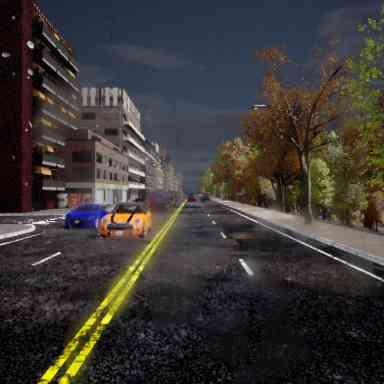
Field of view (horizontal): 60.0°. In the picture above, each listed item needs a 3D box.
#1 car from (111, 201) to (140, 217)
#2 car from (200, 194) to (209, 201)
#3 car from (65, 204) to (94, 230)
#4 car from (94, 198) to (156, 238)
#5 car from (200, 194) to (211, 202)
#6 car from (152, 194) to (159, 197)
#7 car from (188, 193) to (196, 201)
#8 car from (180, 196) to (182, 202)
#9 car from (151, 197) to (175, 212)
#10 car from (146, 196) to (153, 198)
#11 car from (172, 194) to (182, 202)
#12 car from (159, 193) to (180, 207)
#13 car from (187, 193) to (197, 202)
[{"bbox_3d":[-6.618,1.664,33.576,1.895,1.301,4.718,-1,0,0],"label":"car"},{"bbox_3d":[3.220,1.294,84.515,2.097,1.767,4.553,0,0,0],"label":"car"},{"bbox_3d":[-6.617,1.515,21.663,1.882,1.535,5.008,0,-1,0],"label":"car"},{"bbox_3d":[-3.359,1.357,17.679,2.097,1.767,4.553,0,0,0],"label":"car"},{"bbox_3d":[3.224,1.513,74.129,1.837,1.490,4.892,0,0,0],"label":"car"},{"bbox_3d":[-6.610,1.488,53.028,1.882,1.535,5.008,0,0,0],"label":"car"},{"bbox_3d":[-0.030,1.164,84.574,2.150,2.045,5.566,0,0,0],"label":"car"},{"bbox_3d":[-3.340,1.519,60.487,1.837,1.490,4.892,0,0,0],"label":"car"},{"bbox_3d":[-3.367,1.582,38.049,1.994,1.385,4.181,0,0,0],"label":"car"},{"bbox_3d":[-6.615,1.511,43.542,1.837,1.490,4.892,0,0,0],"label":"car"},{"bbox_3d":[-3.276,1.375,73.807,2.097,1.767,4.553,0,0,0],"label":"car"},{"bbox_3d":[-3.361,1.360,49.726,2.097,1.767,4.553,0,0,0],"label":"car"},{"bbox_3d":[-0.026,1.491,74.127,1.882,1.535,5.008,0,0,0],"label":"car"}]
